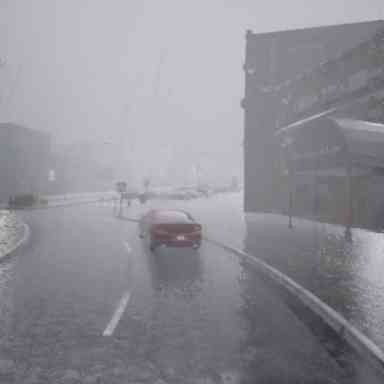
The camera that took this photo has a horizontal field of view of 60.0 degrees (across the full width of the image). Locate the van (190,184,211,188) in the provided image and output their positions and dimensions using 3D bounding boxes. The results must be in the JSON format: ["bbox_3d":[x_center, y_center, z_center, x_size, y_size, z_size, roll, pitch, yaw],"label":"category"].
[{"bbox_3d":[0.469,-0.058,57.137,4.442,1.987,1.878,0,3,-2],"label":"van"}]

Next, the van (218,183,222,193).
[{"bbox_3d":[3.072,-0.467,65.798,4.442,1.987,1.878,0,3,-2],"label":"van"}]

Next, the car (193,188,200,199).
[{"bbox_3d":[-1.539,0.480,51.359,4.674,1.452,2.002,0,3,-2],"label":"car"}]

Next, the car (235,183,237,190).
[{"bbox_3d":[7.883,-1.047,80.275,4.553,1.767,2.185,0,3,-2],"label":"car"}]

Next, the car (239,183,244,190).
[{"bbox_3d":[9.993,-1.195,86.075,5.366,1.575,1.946,0,3,-2],"label":"car"}]

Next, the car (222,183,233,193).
[{"bbox_3d":[6.018,-0.648,74.495,4.892,1.521,2.231,0,3,-2],"label":"car"}]

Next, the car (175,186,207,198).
[{"bbox_3d":[-0.780,0.300,54.242,5.366,1.575,1.946,0,3,-2],"label":"car"}]

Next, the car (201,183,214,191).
[{"bbox_3d":[3.845,-1.339,83.934,2.097,1.767,4.553,0,3,18],"label":"car"}]

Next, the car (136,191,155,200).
[{"bbox_3d":[-6.440,0.519,52.068,1.994,1.385,4.181,0,3,18],"label":"car"}]

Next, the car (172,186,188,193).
[{"bbox_3d":[-2.618,-0.615,74.629,1.882,1.535,5.008,0,3,18],"label":"car"}]

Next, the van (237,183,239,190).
[{"bbox_3d":[8.744,-1.283,83.151,4.442,1.987,1.878,0,3,-2],"label":"van"}]

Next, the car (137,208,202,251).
[{"bbox_3d":[-1.072,1.407,13.892,1.882,1.535,5.008,3,0,-16],"label":"car"}]

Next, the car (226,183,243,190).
[{"bbox_3d":[11.725,-1.589,91.849,4.553,1.767,2.185,0,3,-2],"label":"car"}]

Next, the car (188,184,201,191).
[{"bbox_3d":[0.637,-1.219,84.582,1.837,1.490,4.892,0,3,18],"label":"car"}]

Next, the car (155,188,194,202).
[{"bbox_3d":[-2.493,0.576,48.471,4.892,1.521,2.231,0,3,-2],"label":"car"}]

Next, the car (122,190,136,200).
[{"bbox_3d":[-9.645,0.464,52.875,1.812,1.442,4.674,0,3,18],"label":"car"}]

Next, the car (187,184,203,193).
[{"bbox_3d":[0.720,-0.746,74.377,2.097,1.767,4.553,0,3,18],"label":"car"}]

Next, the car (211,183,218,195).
[{"bbox_3d":[1.270,-0.219,60.014,5.566,2.045,2.435,0,3,-2],"label":"car"}]

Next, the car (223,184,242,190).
[{"bbox_3d":[10.782,-1.299,88.966,4.792,1.488,2.163,0,3,-2],"label":"car"}]

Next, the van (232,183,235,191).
[{"bbox_3d":[7.086,-1.010,77.384,4.442,1.987,1.878,0,3,-2],"label":"van"}]
